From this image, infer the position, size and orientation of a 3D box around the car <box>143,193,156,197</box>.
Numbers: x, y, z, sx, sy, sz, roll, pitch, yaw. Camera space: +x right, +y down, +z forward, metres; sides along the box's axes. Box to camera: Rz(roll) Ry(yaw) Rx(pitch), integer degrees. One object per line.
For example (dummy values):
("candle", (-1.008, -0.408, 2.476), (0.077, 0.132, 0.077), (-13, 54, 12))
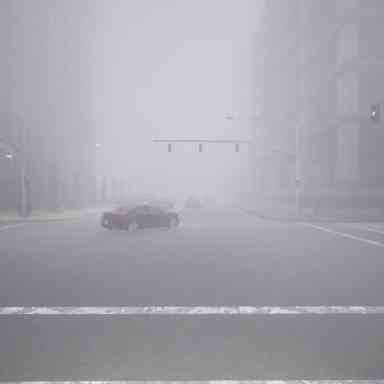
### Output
("car", (-7.085, 1.221, 54.661), (2.150, 2.045, 5.566), (0, 0, 0))

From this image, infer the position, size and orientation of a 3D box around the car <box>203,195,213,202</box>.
("car", (3.504, 1.508, 73.676), (1.812, 1.442, 4.674), (0, 0, 0))

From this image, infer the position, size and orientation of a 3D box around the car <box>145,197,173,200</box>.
("car", (-3.598, 1.547, 37.062), (2.033, 1.411, 5.357), (0, 0, 0))

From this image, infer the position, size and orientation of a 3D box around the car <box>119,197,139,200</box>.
("car", (-7.098, 1.505, 34.893), (1.837, 1.490, 4.892), (0, 0, 0))

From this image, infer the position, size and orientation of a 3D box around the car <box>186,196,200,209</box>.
("car", (0.099, 1.564, 46.407), (1.994, 1.385, 4.181), (0, 0, 0))

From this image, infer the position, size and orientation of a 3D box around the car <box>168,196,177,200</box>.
("car", (-3.596, 1.478, 46.708), (1.882, 1.535, 5.008), (0, 0, 0))

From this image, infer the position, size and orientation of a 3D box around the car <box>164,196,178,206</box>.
("car", (-3.580, 1.492, 57.071), (2.128, 1.511, 4.902), (0, 0, 0))

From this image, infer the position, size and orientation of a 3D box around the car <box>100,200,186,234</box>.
("car", (-2.897, 1.448, 19.319), (1.882, 1.535, 5.008), (1, 1, 41))

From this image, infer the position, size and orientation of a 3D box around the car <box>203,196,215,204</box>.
("car", (3.504, 1.492, 64.601), (2.128, 1.511, 4.902), (0, 0, 0))

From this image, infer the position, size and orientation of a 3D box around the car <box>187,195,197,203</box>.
("car", (0.056, 1.491, 69.720), (2.128, 1.511, 4.902), (0, 0, 1))

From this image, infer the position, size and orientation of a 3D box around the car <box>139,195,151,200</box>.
("car", (-7.095, 1.505, 44.297), (1.837, 1.490, 4.892), (0, 0, 0))
